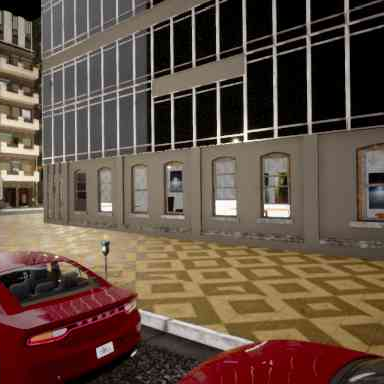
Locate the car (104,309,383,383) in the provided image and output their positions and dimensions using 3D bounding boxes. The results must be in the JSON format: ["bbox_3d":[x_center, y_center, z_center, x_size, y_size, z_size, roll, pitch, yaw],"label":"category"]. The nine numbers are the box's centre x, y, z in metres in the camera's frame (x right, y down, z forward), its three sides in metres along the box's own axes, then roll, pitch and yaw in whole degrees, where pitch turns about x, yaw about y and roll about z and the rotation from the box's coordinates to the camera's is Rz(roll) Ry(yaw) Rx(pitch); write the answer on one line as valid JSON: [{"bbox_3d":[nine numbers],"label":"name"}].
[{"bbox_3d":[1.833,1.545,1.577,4.507,1.381,1.887,0,-1,36],"label":"car"}]

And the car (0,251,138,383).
[{"bbox_3d":[-2.738,1.546,4.842,4.507,1.381,1.887,0,-1,36],"label":"car"}]
